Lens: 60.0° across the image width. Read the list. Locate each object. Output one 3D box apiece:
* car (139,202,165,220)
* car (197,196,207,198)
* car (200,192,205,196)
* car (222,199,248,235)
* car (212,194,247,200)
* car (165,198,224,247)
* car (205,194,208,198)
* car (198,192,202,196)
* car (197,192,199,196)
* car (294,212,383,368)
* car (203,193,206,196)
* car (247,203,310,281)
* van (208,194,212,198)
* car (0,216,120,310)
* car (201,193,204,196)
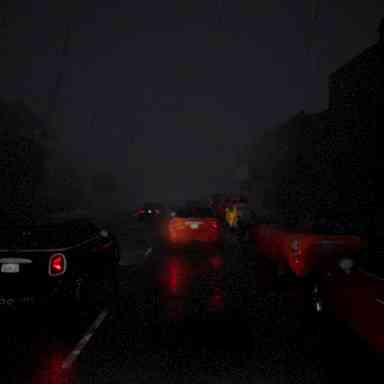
[{"bbox_3d":[-3.158,1.528,27.524,2.033,1.411,5.357,0,0,0],"label":"car"},{"bbox_3d":[0.091,1.469,32.097,2.128,1.511,4.902,0,0,0],"label":"car"},{"bbox_3d":[3.207,1.427,70.861,1.946,1.575,5.366,0,0,0],"label":"car"},{"bbox_3d":[3.220,1.465,21.070,2.097,1.535,5.008,0,0,0],"label":"car"},{"bbox_3d":[3.218,1.210,26.503,2.435,2.045,5.566,0,0,0],"label":"car"},{"bbox_3d":[0.094,1.342,15.058,2.097,1.767,4.553,0,0,0],"label":"car"},{"bbox_3d":[3.215,1.324,43.145,2.185,1.767,4.553,0,0,0],"label":"car"},{"bbox_3d":[3.209,1.301,76.171,2.185,1.767,4.553,0,0,0],"label":"car"},{"bbox_3d":[3.192,1.416,92.772,2.231,1.521,4.892,0,0,0],"label":"car"},{"bbox_3d":[3.223,1.351,4.468,2.185,1.767,4.553,0,0,0],"label":"car"},{"bbox_3d":[3.214,1.320,48.670,2.185,1.767,4.553,0,0,0],"label":"car"},{"bbox_3d":[3.222,1.347,9.994,2.185,1.767,4.553,0,0,0],"label":"car"},{"bbox_3d":[3.216,1.228,37.767,1.878,1.987,4.442,0,0,0],"label":"van"},{"bbox_3d":[-3.161,1.346,7.941,2.097,1.767,4.553,0,0,0],"label":"car"},{"bbox_3d":[3.211,1.439,59.620,2.231,1.521,4.892,0,0,0],"label":"car"}]
